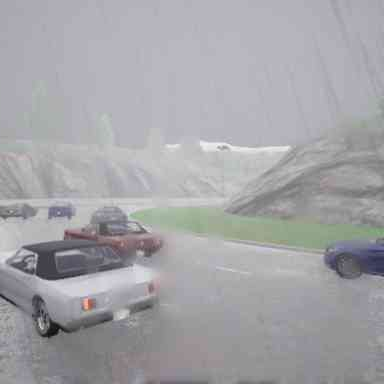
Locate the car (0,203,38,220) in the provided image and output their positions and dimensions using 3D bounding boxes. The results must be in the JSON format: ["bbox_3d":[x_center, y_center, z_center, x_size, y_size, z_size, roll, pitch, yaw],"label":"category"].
[{"bbox_3d":[-15.422,1.690,29.905,2.033,1.411,5.357,0,0,-12],"label":"car"}]

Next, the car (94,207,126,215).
[{"bbox_3d":[-5.874,1.707,23.481,1.994,1.385,4.181,0,0,-25],"label":"car"}]

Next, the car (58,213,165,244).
[{"bbox_3d":[-3.083,1.677,12.300,1.895,1.301,4.718,1,-1,-40],"label":"car"}]

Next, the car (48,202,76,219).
[{"bbox_3d":[-11.907,1.643,30.690,1.882,1.535,5.008,0,0,-13],"label":"car"}]

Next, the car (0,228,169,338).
[{"bbox_3d":[-2.700,1.639,6.764,4.718,1.301,1.895,0,-1,44],"label":"car"}]

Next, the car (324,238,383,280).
[{"bbox_3d":[5.899,1.620,8.562,4.674,1.442,1.812,0,0,36],"label":"car"}]
